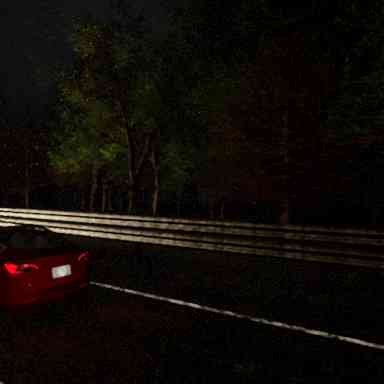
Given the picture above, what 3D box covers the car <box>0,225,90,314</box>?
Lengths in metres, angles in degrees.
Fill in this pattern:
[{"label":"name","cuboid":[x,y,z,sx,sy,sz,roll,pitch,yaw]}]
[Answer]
[{"label":"car","cuboid":[-4.320,1.470,7.298,4.792,1.488,2.163,0,0,33]}]
